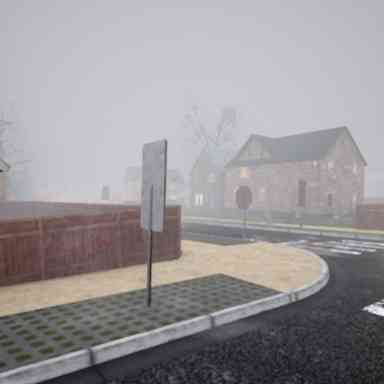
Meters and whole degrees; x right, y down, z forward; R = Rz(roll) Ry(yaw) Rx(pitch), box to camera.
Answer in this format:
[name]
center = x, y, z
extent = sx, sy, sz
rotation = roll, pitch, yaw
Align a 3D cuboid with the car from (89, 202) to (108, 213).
[car]
center = -8.861, 1.766, 32.354
extent = 2.128, 1.511, 4.902
rotation = 2, -2, -33
